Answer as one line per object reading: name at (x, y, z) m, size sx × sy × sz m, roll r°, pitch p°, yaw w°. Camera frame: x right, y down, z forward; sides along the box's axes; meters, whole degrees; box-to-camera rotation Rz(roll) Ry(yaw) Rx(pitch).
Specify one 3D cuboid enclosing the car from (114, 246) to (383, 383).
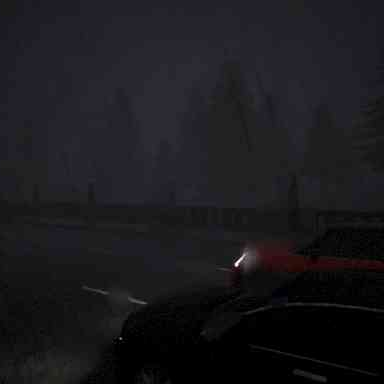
car at (1.370, 1.503, 3.015) m, size 4.892 × 1.490 × 1.837 m, roll -1°, pitch 0°, yaw 36°

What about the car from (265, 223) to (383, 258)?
car at (2.984, 1.353, 6.164) m, size 4.553 × 1.767 × 2.097 m, roll 0°, pitch 0°, yaw 36°
